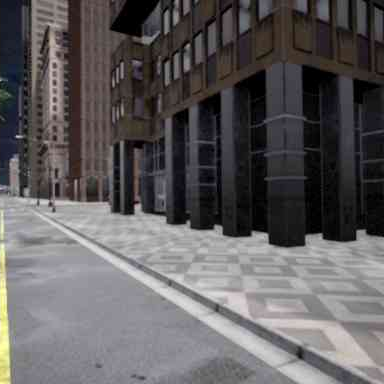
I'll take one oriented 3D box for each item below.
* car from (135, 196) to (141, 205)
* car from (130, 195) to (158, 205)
[{"bbox_3d":[-10.025,1.438,55.760,4.097,1.590,1.967,0,-1,-30],"label":"car"},{"bbox_3d":[-9.503,1.498,65.859,5.009,1.841,2.192,0,-1,-30],"label":"car"}]
